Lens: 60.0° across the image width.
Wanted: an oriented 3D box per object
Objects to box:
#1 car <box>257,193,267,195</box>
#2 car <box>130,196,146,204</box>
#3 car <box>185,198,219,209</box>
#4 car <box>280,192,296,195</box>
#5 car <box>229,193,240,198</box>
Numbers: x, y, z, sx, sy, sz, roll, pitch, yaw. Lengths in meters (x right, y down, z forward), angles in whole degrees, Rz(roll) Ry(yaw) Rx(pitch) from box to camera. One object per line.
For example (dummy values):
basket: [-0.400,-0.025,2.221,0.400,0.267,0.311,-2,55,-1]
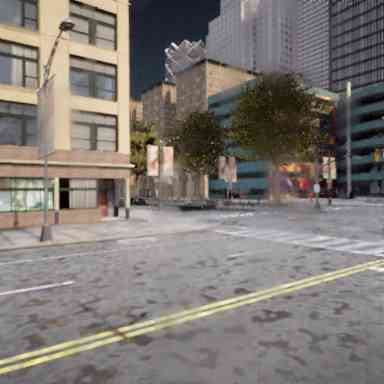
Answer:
car: [19.430,0.825,88.934,1.895,1.301,4.718,-1,0,-36]
car: [-9.494,1.351,56.537,1.994,1.385,4.181,-1,0,-36]
car: [1.183,1.367,41.585,1.895,1.301,4.718,-1,0,-36]
car: [20.278,0.751,75.003,2.002,1.452,4.674,-1,0,-36]
car: [9.790,0.888,82.469,2.161,1.482,4.786,-1,0,-36]
